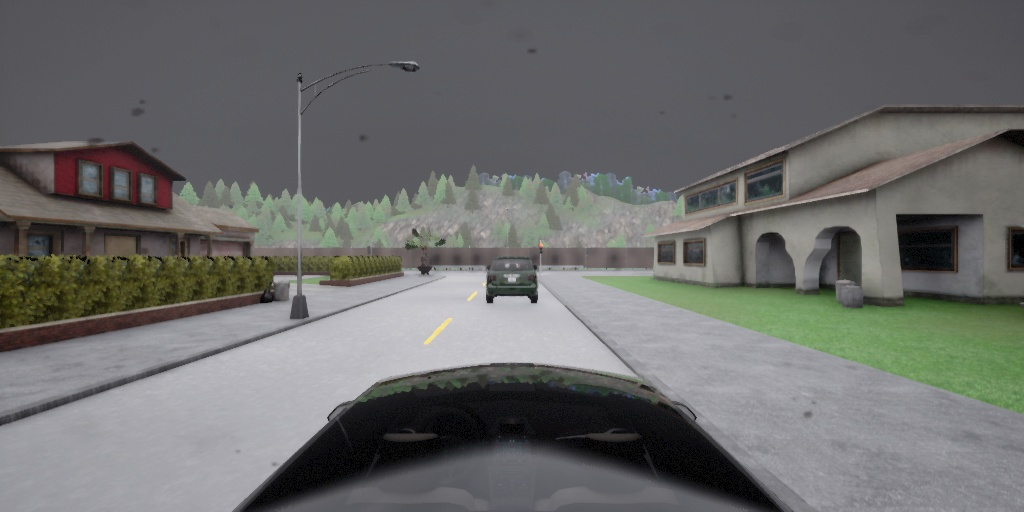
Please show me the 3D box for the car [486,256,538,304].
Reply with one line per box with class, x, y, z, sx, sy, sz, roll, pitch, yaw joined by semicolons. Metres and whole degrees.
car;0.000;1.006;16.530;2.150;2.045;5.566;0;0;0
